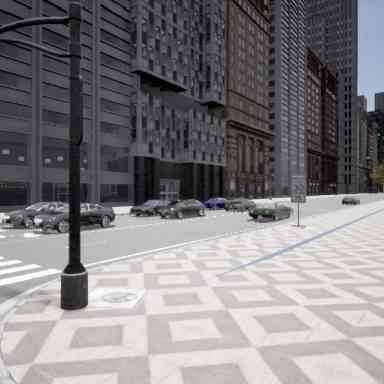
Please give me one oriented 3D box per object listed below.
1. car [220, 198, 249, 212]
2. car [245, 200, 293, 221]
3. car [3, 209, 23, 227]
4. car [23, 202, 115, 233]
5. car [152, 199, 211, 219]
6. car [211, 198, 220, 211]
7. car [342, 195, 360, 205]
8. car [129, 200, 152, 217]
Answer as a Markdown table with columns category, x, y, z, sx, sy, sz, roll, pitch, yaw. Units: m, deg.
| category | x | y | z | sx | sy | sz | roll | pitch | yaw |
| --- | --- | --- | --- | --- | --- | --- | --- | --- | --- |
| car | 5.180 | 1.345 | 35.647 | 1.994 | 1.385 | 4.181 | 0 | 1 | 36 |
| car | 6.169 | 1.448 | 25.588 | 1.895 | 1.301 | 4.718 | 0 | 0 | 36 |
| car | -9.276 | 1.393 | 21.153 | 2.128 | 1.511 | 4.902 | 0 | 0 | 37 |
| car | -6.662 | 1.401 | 19.255 | 2.128 | 1.511 | 4.902 | 0 | 0 | 34 |
| car | -0.762 | 1.352 | 27.426 | 1.837 | 1.490 | 4.892 | 0 | 0 | 36 |
| car | 2.715 | 1.372 | 37.801 | 1.895 | 1.301 | 4.718 | 0 | 1 | 36 |
| car | 24.260 | 1.200 | 50.699 | 1.994 | 1.385 | 4.181 | 0 | 1 | 36 |
| car | -3.111 | 1.383 | 29.724 | 2.033 | 1.411 | 5.357 | 0 | 0 | 36 |
